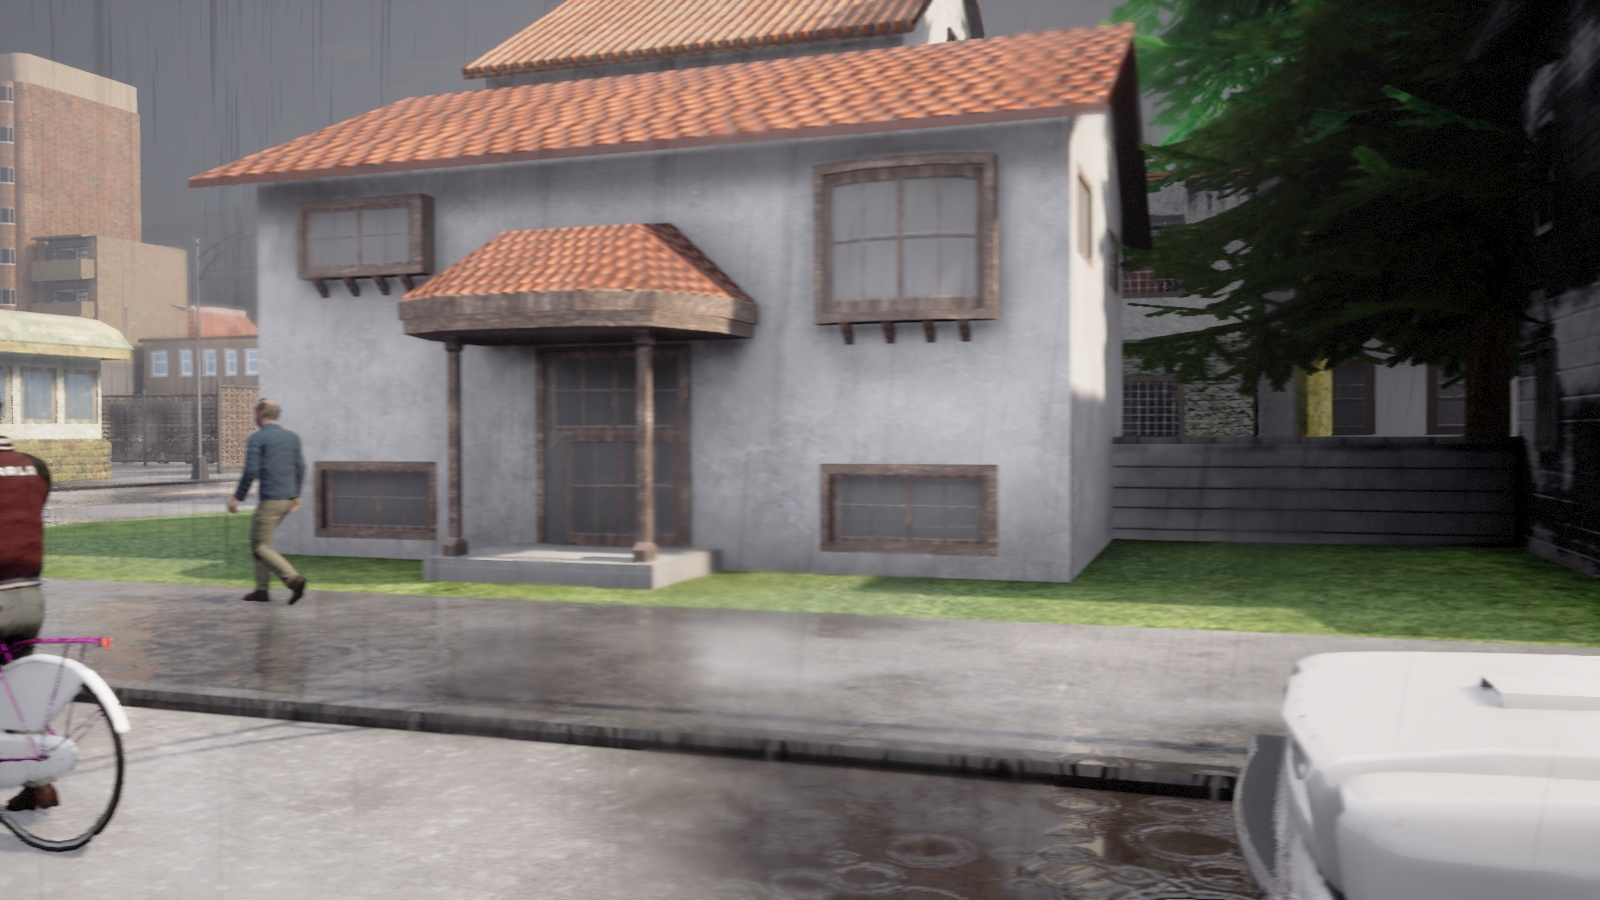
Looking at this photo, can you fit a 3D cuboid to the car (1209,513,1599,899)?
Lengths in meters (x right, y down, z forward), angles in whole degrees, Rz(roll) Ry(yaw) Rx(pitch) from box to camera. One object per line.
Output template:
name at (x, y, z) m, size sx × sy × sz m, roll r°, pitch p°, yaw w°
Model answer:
car at (3.336, 0.898, 2.600) m, size 4.718 × 1.301 × 1.895 m, roll 1°, pitch 1°, yaw 19°

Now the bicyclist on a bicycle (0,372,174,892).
bicyclist on a bicycle at (-3.424, 0.606, 4.882) m, size 1.843 × 1.776 × 0.659 m, roll 1°, pitch 1°, yaw 18°

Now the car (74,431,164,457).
car at (-36.993, -0.341, 68.207) m, size 4.181 × 1.385 × 1.994 m, roll 1°, pitch 1°, yaw 19°

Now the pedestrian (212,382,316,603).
pedestrian at (-4.588, 0.347, 10.754) m, size 0.726 × 1.842 × 0.402 m, roll 1°, pitch 1°, yaw 18°

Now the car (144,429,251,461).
car at (-29.508, -0.265, 61.521) m, size 4.892 × 1.490 × 1.837 m, roll 1°, pitch 1°, yaw 21°
